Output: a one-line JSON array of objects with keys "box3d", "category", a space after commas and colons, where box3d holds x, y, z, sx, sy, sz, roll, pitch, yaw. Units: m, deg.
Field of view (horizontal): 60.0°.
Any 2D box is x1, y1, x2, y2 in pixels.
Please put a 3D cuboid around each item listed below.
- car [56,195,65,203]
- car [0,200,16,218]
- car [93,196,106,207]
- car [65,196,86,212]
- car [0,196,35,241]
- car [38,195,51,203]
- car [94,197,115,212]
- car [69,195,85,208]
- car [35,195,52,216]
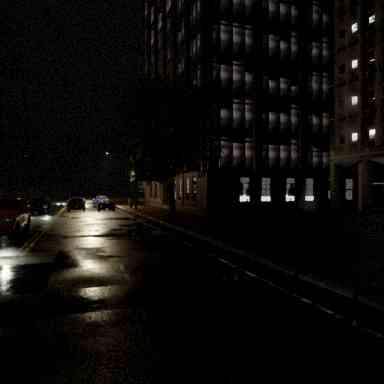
[{"box3d": [-27.828, 1.472, 70.943, 2.128, 1.511, 4.902, 0, 0, -19], "category": "car"}, {"box3d": [-17.960, 1.525, 31.221, 1.812, 1.442, 4.674, 0, 0, -19], "category": "car"}, {"box3d": [-13.220, 1.350, 48.134, 2.097, 1.767, 4.553, 0, 0, -18], "category": "car"}, {"box3d": [-13.434, 1.477, 38.759, 1.882, 1.535, 5.008, 0, 0, -19], "category": "car"}, {"box3d": [-9.640, 1.222, 16.762, 2.150, 2.045, 5.566, 0, 0, -18], "category": "car"}, {"box3d": [-30.774, 1.430, 69.510, 1.882, 1.535, 5.008, 0, 0, -19], "category": "car"}, {"box3d": [-10.089, 1.600, 38.853, 1.895, 1.301, 4.718, 0, 0, -18], "category": "car"}, {"box3d": [-16.484, 1.350, 47.774, 2.097, 1.767, 4.553, 0, 0, -18], "category": "car"}, {"box3d": [-14.967, 1.352, 32.514, 2.097, 1.767, 4.553, 0, 0, -19], "category": "car"}]
